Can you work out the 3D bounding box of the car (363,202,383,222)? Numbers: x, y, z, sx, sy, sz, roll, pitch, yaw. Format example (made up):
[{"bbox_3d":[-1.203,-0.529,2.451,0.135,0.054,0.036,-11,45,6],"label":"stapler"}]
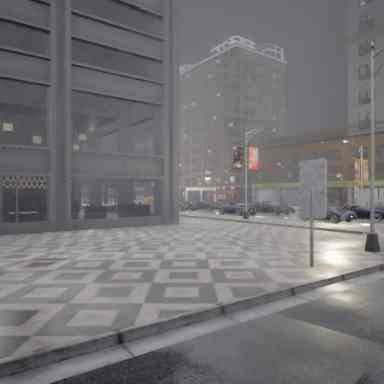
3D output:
[{"bbox_3d":[13.665,1.648,26.698,1.895,1.301,4.718,0,0,-36],"label":"car"}]

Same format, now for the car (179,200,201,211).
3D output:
[{"bbox_3d":[-1.286,1.687,41.885,1.994,1.385,4.181,0,0,-35],"label":"car"}]

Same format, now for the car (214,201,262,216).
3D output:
[{"bbox_3d":[4.583,1.654,33.738,1.994,1.385,4.181,0,0,-36],"label":"car"}]

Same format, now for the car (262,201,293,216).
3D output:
[{"bbox_3d":[8.018,1.632,34.519,2.033,1.411,5.357,0,0,-36],"label":"car"}]

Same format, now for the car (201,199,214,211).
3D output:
[{"bbox_3d":[2.045,1.666,42.806,2.033,1.411,5.357,0,0,-36],"label":"car"}]

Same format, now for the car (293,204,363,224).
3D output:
[{"bbox_3d":[10.394,1.616,25.680,1.994,1.385,4.181,0,0,-36],"label":"car"}]
